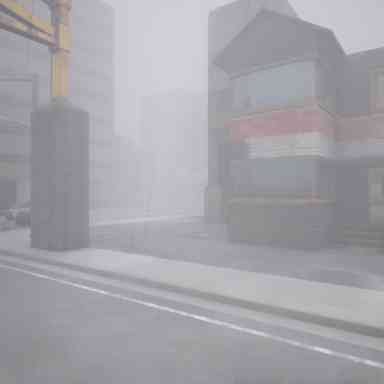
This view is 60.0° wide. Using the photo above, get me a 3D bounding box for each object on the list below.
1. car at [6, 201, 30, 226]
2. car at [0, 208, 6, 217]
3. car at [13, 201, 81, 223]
[{"bbox_3d":[-9.742,1.453,22.753,2.038,1.542,4.974,0,0,15],"label":"car"},{"bbox_3d":[-12.899,1.295,25.453,4.536,1.218,1.853,0,0,-30],"label":"car"},{"bbox_3d":[-9.728,1.295,22.803,1.853,1.218,4.536,0,0,15],"label":"car"}]
